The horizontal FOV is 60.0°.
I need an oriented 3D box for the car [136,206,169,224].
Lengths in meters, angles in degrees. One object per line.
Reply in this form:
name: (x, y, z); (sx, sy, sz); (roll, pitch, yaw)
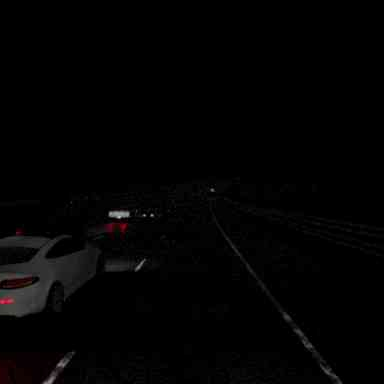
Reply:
car: (-3.033, 1.894, 28.358); (2.033, 1.411, 5.357); (0, 0, 1)

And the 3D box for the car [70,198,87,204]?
car: (-22.612, 1.952, 66.470); (1.837, 1.490, 4.892); (0, 0, 3)

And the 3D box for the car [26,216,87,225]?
car: (-6.765, 1.821, 16.504); (1.895, 1.301, 4.718); (0, -1, 1)

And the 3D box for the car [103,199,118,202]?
car: (-15.620, 2.020, 66.155); (1.994, 1.385, 4.181); (0, 0, 3)

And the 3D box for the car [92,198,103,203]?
car: (-19.013, 1.970, 68.064); (1.812, 1.442, 4.674); (0, 0, 3)

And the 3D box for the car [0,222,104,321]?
car: (-3.369, 1.629, 7.403); (1.812, 1.442, 4.674); (0, -1, 0)

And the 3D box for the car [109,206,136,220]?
car: (-6.439, 1.971, 31.940); (1.895, 1.301, 4.718); (0, 0, 2)
